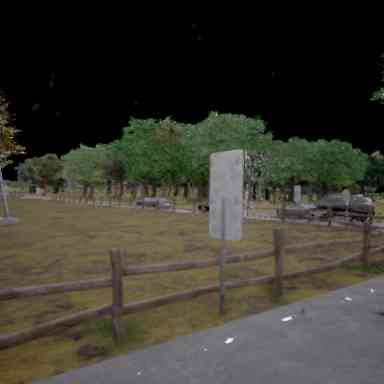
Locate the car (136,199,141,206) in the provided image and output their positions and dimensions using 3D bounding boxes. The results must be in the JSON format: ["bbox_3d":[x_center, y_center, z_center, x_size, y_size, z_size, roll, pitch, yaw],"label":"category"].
[{"bbox_3d":[-7.151,1.567,52.729,1.812,1.442,4.674,2,-1,-35],"label":"car"}]

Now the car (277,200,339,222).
[{"bbox_3d":[8.612,1.549,25.688,1.994,1.385,4.181,2,-1,-35],"label":"car"}]

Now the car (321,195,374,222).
[{"bbox_3d":[11.590,1.282,26.787,2.150,2.045,5.566,2,-1,-36],"label":"car"}]

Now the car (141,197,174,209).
[{"bbox_3d":[-4.250,1.468,43.714,2.128,1.511,4.902,2,-1,-35],"label":"car"}]

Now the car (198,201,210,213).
[{"bbox_3d":[2.727,1.582,33.929,1.895,1.301,4.718,2,-1,-36],"label":"car"}]
